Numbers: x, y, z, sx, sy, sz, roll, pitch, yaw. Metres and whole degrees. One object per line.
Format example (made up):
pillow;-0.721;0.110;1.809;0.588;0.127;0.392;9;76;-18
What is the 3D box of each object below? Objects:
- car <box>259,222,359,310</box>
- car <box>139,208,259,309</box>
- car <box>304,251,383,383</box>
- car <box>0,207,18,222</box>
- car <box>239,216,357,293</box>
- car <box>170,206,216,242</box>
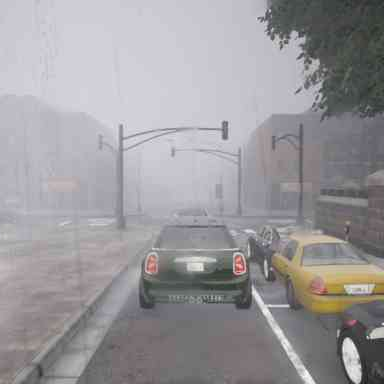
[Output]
car;2.688;1.523;7.648;1.752;1.417;4.829;-1;0;0
car;0.080;1.350;8.030;2.097;1.767;4.553;0;0;0
car;2.626;1.550;2.486;2.008;1.369;4.403;-1;0;0
car;-14.718;1.426;23.129;4.892;1.490;1.837;1;1;0
car;2.668;1.548;9.622;2.008;1.369;4.403;-1;0;0
car;0.042;1.555;17.464;2.033;1.411;5.357;0;0;0
